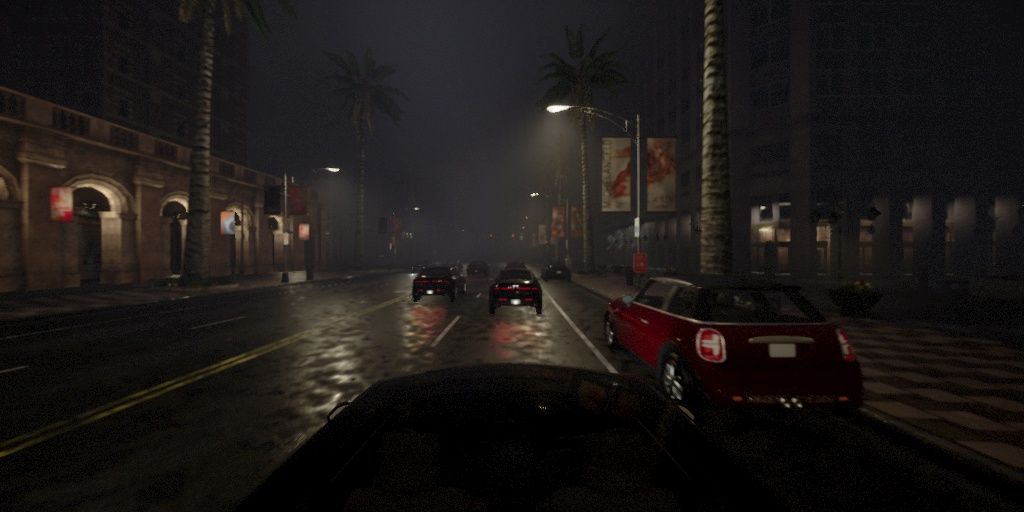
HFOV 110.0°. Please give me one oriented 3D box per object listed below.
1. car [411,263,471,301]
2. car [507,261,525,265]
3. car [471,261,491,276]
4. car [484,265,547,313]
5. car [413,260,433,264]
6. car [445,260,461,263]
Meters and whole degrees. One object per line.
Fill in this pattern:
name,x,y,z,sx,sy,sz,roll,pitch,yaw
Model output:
car,-3.315,1.230,17.021,1.837,1.490,4.892,0,0,1
car,0.329,1.183,30.903,1.882,1.535,5.008,0,0,0
car,-3.131,1.178,34.088,1.882,1.535,5.008,0,0,1
car,0.146,1.234,13.847,1.837,1.490,4.892,0,-1,1
car,-10.168,1.197,41.429,1.837,1.490,4.892,0,0,1
car,-6.696,1.184,40.128,2.128,1.511,4.902,0,0,1
